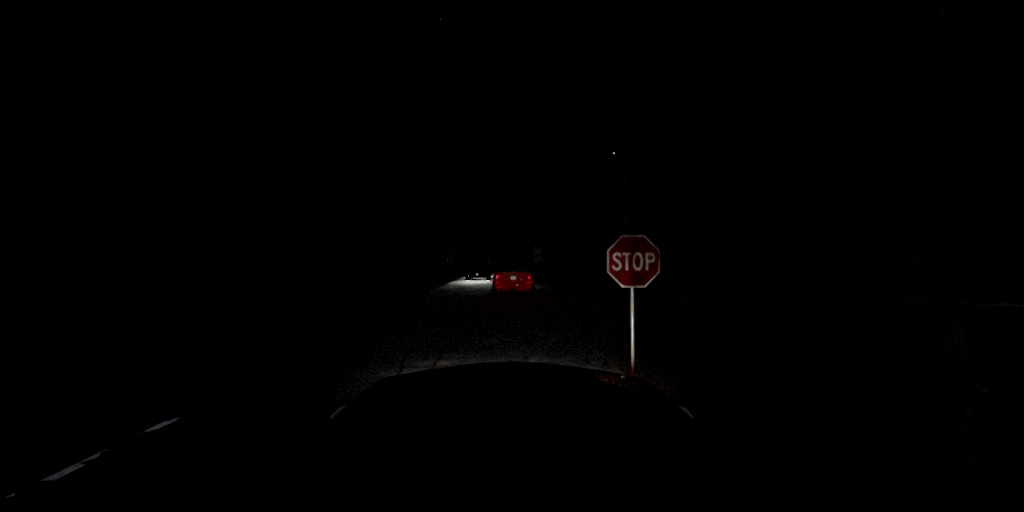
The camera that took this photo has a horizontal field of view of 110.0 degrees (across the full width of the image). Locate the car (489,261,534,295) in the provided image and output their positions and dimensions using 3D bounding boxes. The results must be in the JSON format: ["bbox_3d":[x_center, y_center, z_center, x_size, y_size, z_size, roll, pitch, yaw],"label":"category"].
[{"bbox_3d":[0.065,1.113,19.823,2.097,1.767,4.553,0,0,0],"label":"car"}]

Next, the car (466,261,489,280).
[{"bbox_3d":[-2.907,1.353,31.687,1.994,1.385,4.181,0,0,-1],"label":"car"}]

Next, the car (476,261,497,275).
[{"bbox_3d":[-2.920,1.331,41.819,2.128,1.511,4.902,0,0,0],"label":"car"}]
